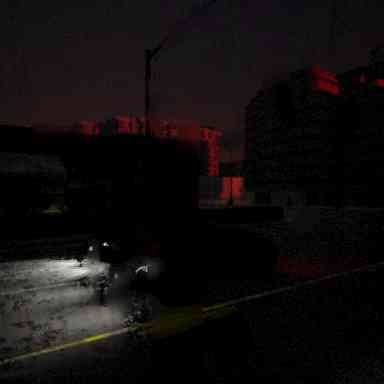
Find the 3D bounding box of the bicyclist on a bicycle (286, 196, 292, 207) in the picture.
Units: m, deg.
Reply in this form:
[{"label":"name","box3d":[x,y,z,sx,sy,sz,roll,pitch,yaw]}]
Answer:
[{"label":"bicyclist on a bicycle","box3d":[14.474,1.436,49.647,1.656,1.620,0.582,0,0,-38]}]

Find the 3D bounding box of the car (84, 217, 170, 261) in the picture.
[{"label":"car","box3d":[-1.530,1.588,11.540,4.181,1.385,1.994,0,0,-36]}]

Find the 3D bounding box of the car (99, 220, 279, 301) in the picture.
[{"label":"car","box3d":[0.271,1.545,8.515,4.674,1.442,1.812,0,0,-36]}]
